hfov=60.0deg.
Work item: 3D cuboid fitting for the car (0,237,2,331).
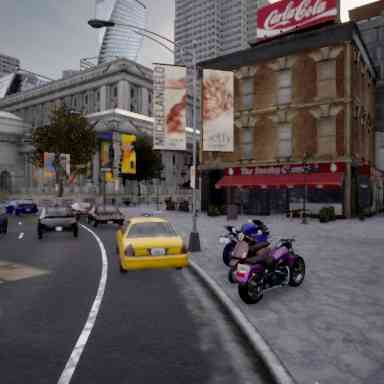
[{"bbox_3d":[-3.264,1.475,2.338,1.882,1.535,5.008,0,0,-5],"label":"car"}]

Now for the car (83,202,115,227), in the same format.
[{"bbox_3d":[-6.003,1.591,22.679,1.895,1.301,4.718,0,0,-25],"label":"car"}]

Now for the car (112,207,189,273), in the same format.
[{"bbox_3d":[-1.493,1.456,10.762,1.801,1.575,5.366,0,0,-15],"label":"car"}]

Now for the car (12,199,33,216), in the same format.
[{"bbox_3d":[-16.626,1.462,32.257,1.882,1.535,5.008,0,0,-42],"label":"car"}]

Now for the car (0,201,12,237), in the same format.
[{"bbox_3d":[-10.439,1.342,16.418,2.097,1.767,4.553,0,0,-24],"label":"car"}]

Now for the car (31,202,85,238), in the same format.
[{"bbox_3d":[-7.215,1.487,17.783,2.128,1.511,4.902,0,0,-24],"label":"car"}]
